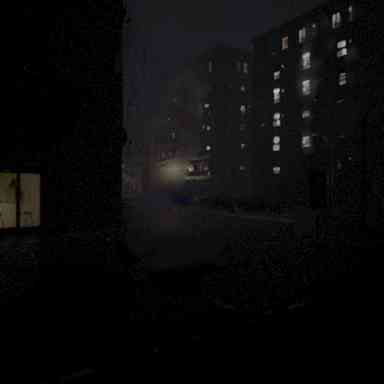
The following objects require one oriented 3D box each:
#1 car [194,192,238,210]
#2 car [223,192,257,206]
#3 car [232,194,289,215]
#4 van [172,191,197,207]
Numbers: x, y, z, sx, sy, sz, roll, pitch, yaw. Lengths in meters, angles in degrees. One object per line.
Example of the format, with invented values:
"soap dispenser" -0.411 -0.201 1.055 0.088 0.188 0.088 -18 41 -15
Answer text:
"car" 2.623 1.037 32.971 1.887 1.381 4.507 2 0 -36
"car" 6.026 0.887 42.547 1.967 1.590 4.097 2 0 -36
"car" 5.901 1.143 28.331 1.887 1.381 4.507 2 0 -36
"van" -0.713 0.727 37.571 1.690 1.788 3.998 2 0 -36
